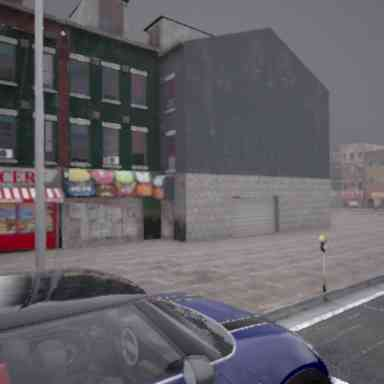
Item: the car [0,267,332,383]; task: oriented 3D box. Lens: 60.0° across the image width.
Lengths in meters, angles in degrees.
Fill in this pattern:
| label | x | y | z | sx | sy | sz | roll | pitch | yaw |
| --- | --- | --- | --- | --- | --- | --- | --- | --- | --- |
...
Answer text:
| label | x | y | z | sx | sy | sz | roll | pitch | yaw |
| --- | --- | --- | --- | --- | --- | --- | --- | --- | --- |
| car | -0.901 | 1.408 | 2.504 | 4.553 | 1.767 | 2.097 | 1 | -1 | -38 |
